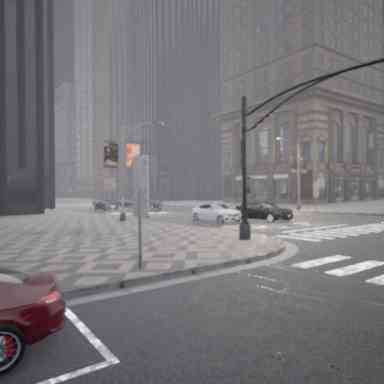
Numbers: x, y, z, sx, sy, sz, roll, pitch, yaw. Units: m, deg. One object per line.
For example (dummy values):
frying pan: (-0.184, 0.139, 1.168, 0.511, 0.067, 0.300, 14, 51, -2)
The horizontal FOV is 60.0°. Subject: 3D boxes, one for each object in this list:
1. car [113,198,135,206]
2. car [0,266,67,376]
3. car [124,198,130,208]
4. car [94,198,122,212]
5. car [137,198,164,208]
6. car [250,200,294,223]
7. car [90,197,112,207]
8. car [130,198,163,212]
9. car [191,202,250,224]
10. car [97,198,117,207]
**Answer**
car: (-12.660, 1.839, 61.755, 2.033, 1.411, 5.357, -1, 0, -35)
car: (-3.738, 1.595, 3.978, 4.206, 1.307, 1.802, -1, 1, -35)
car: (-9.432, 1.828, 51.657, 1.895, 1.301, 4.718, -1, 0, -35)
car: (-10.946, 1.716, 42.324, 2.128, 1.511, 4.902, -1, 0, -35)
car: (-6.666, 1.738, 53.324, 2.033, 1.411, 5.357, -1, 0, -35)
car: (5.308, 1.397, 24.970, 1.882, 1.535, 5.008, -1, 0, -34)
car: (-14.596, 1.575, 53.237, 1.994, 1.385, 4.181, -1, 0, -35)
car: (-5.346, 1.697, 40.022, 1.994, 1.385, 4.181, -1, 0, -35)
car: (1.710, 1.499, 24.420, 1.812, 1.442, 4.674, -1, 0, -35)
car: (-15.313, 1.831, 59.876, 1.837, 1.490, 4.892, -1, 0, -35)
